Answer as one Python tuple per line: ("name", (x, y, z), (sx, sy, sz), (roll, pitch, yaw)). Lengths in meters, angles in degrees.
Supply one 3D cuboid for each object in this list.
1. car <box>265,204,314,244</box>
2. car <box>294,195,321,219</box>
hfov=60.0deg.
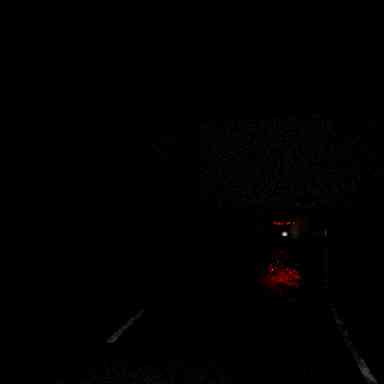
("car", (4.768, 1.540, 16.160), (1.837, 1.490, 4.892), (0, -1, 21))
("car", (11.016, 1.310, 31.804), (2.150, 2.045, 5.566), (1, 0, 22))
